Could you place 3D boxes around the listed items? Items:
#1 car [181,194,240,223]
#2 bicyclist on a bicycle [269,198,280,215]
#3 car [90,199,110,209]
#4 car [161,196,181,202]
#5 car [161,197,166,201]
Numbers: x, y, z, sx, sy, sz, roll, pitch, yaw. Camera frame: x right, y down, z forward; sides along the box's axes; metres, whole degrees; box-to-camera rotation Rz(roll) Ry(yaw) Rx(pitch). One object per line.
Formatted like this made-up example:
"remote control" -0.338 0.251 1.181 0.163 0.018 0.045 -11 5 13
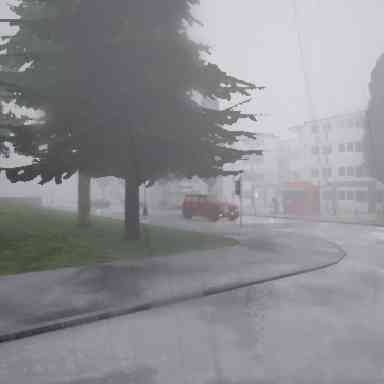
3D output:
"car" 1.327 1.221 26.357 2.150 2.045 5.566 0 0 -36
"bicyclist on a bicycle" 7.855 1.349 31.665 1.656 1.620 0.582 0 0 -36
"car" -13.119 1.601 46.699 1.895 1.301 4.718 0 0 -35
"car" -5.219 1.672 83.170 4.974 1.542 2.038 0 0 -6
"car" -5.271 1.515 83.164 4.536 1.218 1.853 0 0 -6
